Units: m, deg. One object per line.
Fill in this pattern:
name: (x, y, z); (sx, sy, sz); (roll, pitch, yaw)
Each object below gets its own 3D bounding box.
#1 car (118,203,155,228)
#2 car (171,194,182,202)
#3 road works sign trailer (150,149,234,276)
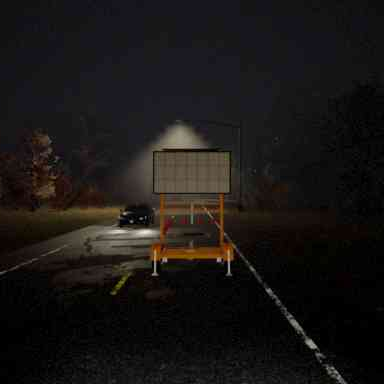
car: (-3.599, 1.504, 22.205); (1.837, 1.490, 4.892); (0, 0, 0)
car: (-3.490, 1.229, 75.406); (2.150, 2.045, 5.566); (0, 0, 0)
road works sign trailer: (0.000, 0.464, 10.349); (2.380, 3.560, 2.880); (0, 0, 0)
